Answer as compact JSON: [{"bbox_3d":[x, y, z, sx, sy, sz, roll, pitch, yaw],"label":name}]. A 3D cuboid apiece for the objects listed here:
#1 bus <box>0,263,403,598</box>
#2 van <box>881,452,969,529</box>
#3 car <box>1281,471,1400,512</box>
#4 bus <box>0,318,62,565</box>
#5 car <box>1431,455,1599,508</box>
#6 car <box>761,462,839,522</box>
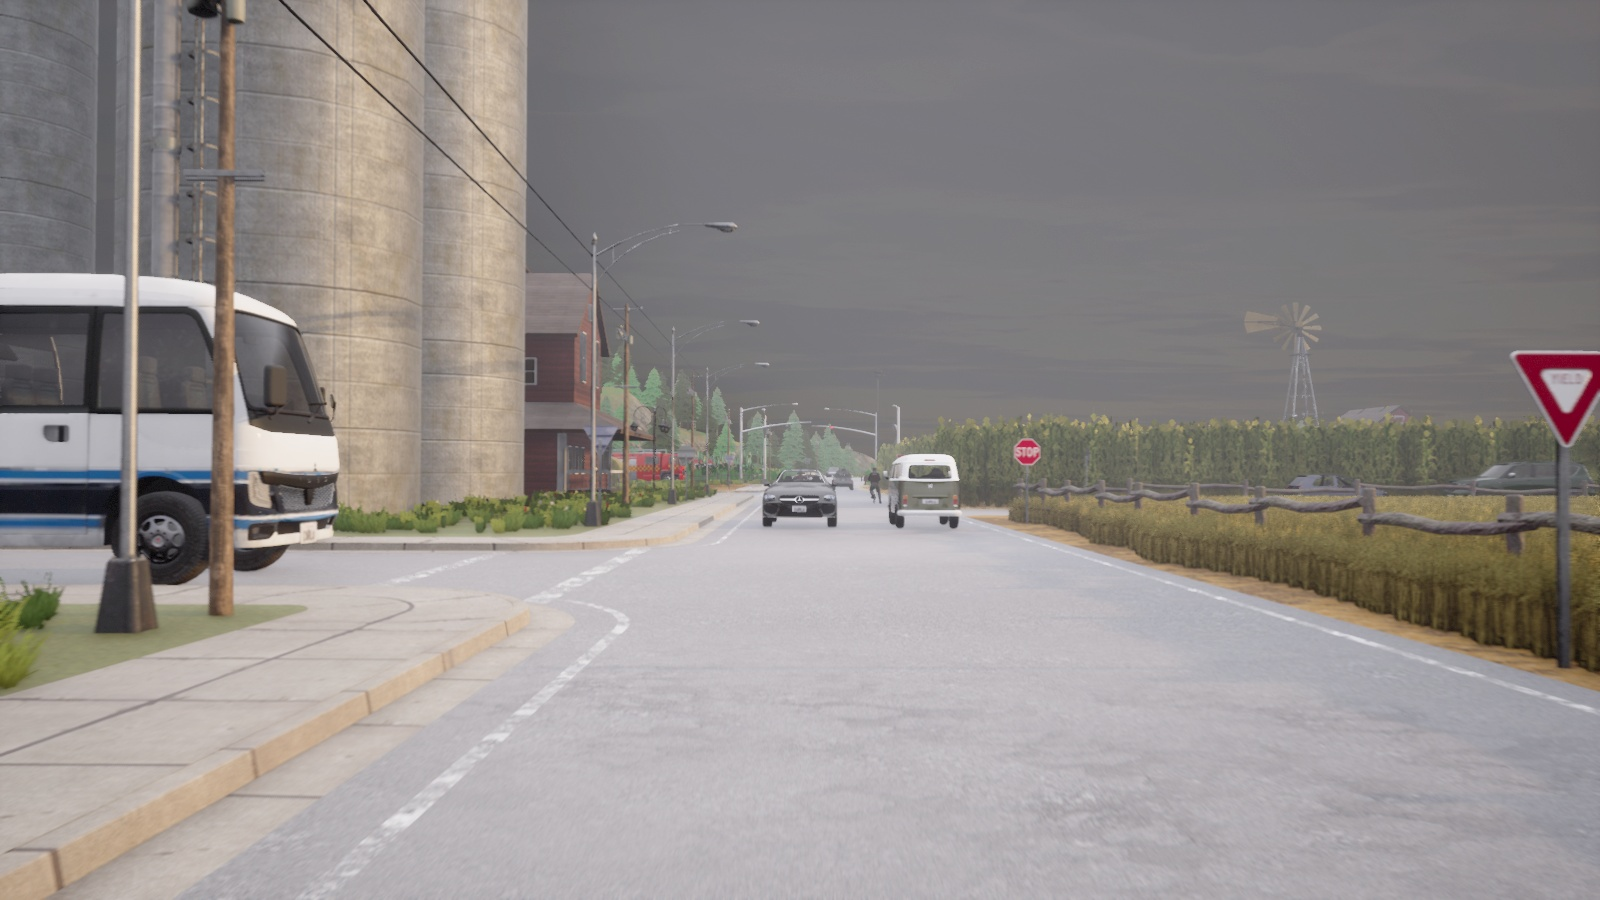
[{"bbox_3d":[-11.409,-0.217,17.886,10.273,4.253,3.944,0,-1,-1],"label":"bus"},{"bbox_3d":[3.510,1.125,35.969,2.069,2.038,4.480,0,-1,0],"label":"van"},{"bbox_3d":[20.258,1.534,47.161,3.633,1.501,1.845,0,-1,0],"label":"car"},{"bbox_3d":[-18.872,-0.130,21.337,10.273,4.253,3.944,0,-1,-1],"label":"bus"},{"bbox_3d":[28.601,1.240,50.240,5.566,2.045,2.150,0,-1,0],"label":"car"},{"bbox_3d":[0.044,1.215,37.203,2.152,1.651,5.027,0,-1,1],"label":"car"}]
